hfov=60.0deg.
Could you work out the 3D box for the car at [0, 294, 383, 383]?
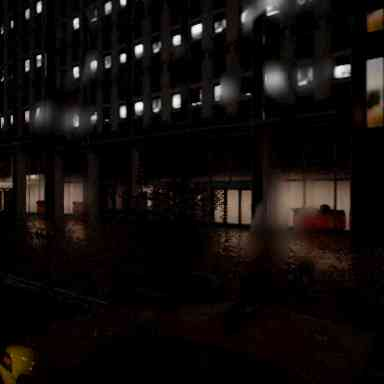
[{"bbox_3d":[0.192,1.535,2.728,4.829,1.417,1.752,0,0,36],"label":"car"}]
